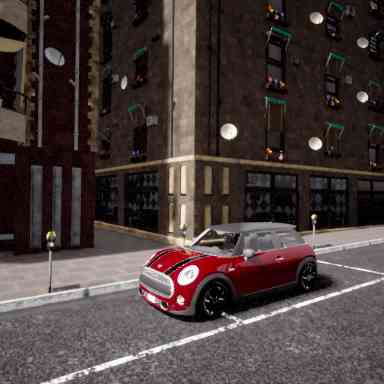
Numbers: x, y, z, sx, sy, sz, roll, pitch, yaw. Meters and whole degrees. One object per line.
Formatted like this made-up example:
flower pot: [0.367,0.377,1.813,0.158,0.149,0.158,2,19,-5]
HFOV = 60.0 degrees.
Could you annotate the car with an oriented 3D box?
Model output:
car: [0.875,1.442,7.314,4.097,1.590,1.967,0,1,-35]
